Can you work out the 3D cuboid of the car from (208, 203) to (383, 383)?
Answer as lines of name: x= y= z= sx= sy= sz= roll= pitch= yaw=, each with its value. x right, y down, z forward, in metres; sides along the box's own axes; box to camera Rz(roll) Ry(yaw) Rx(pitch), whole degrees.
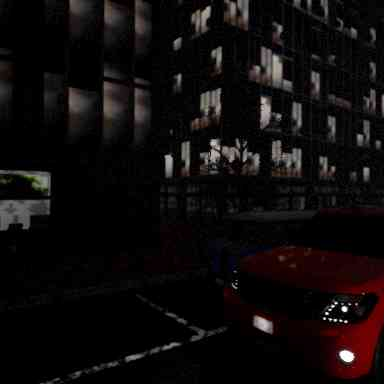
car: x=3.098 y=1.235 z=5.584 sx=5.566 sy=2.045 sz=2.150 roll=0 pitch=0 yaw=-35

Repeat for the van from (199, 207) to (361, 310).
van: x=2.280 y=1.357 z=8.175 sx=3.998 sy=1.788 sz=1.690 roll=0 pitch=0 yaw=-35
